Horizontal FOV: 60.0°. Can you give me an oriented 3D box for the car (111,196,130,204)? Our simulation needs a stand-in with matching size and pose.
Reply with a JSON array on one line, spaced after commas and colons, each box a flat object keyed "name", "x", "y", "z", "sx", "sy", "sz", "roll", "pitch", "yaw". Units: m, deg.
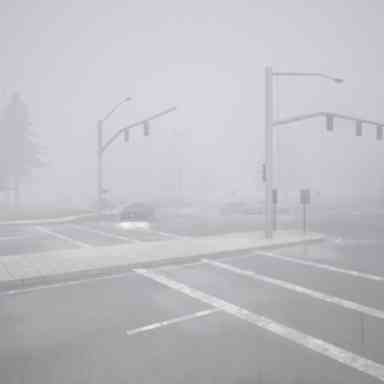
[{"name": "car", "x": -13.881, "y": 1.493, "z": 64.215, "sx": 1.837, "sy": 1.490, "sz": 4.892, "roll": 0, "pitch": -1, "yaw": -35}]

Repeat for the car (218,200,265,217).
[{"name": "car", "x": 4.681, "y": 1.589, "z": 31.548, "sx": 1.895, "sy": 1.301, "sz": 4.718, "roll": 0, "pitch": 0, "yaw": -35}]

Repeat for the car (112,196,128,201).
[{"name": "car", "x": -12.786, "y": 1.493, "z": 56.474, "sx": 1.837, "sy": 1.490, "sz": 4.892, "roll": 0, "pitch": 0, "yaw": -35}]

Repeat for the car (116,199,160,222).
[{"name": "car", "x": -4.174, "y": 1.557, "z": 26.477, "sx": 1.994, "sy": 1.385, "sz": 4.181, "roll": 0, "pitch": 0, "yaw": 6}]

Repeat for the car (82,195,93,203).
[{"name": "car", "x": -21.314, "y": 1.471, "z": 68.776, "sx": 1.837, "sy": 1.490, "sz": 4.892, "roll": 0, "pitch": 0, "yaw": -35}]

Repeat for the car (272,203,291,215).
[{"name": "car", "x": 7.659, "y": 1.512, "z": 33.396, "sx": 1.812, "sy": 1.442, "sz": 4.674, "roll": 0, "pitch": 0, "yaw": -35}]

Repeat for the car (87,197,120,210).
[{"name": "car", "x": -11.190, "y": 1.593, "z": 41.986, "sx": 1.895, "sy": 1.301, "sz": 4.718, "roll": 0, "pitch": 0, "yaw": -35}]

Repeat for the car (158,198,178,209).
[{"name": "car", "x": -4.162, "y": 1.552, "z": 44.156, "sx": 1.994, "sy": 1.385, "sz": 4.181, "roll": 0, "pitch": 0, "yaw": -35}]

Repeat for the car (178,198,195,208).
[{"name": "car", "x": -1.820, "y": 1.534, "z": 46.912, "sx": 2.033, "sy": 1.411, "sz": 5.357, "roll": 0, "pitch": 0, "yaw": -35}]

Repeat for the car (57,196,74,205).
[{"name": "car", "x": -21.693, "y": 1.499, "z": 57.009, "sx": 1.837, "sy": 1.490, "sz": 4.892, "roll": 0, "pitch": 0, "yaw": -35}]
